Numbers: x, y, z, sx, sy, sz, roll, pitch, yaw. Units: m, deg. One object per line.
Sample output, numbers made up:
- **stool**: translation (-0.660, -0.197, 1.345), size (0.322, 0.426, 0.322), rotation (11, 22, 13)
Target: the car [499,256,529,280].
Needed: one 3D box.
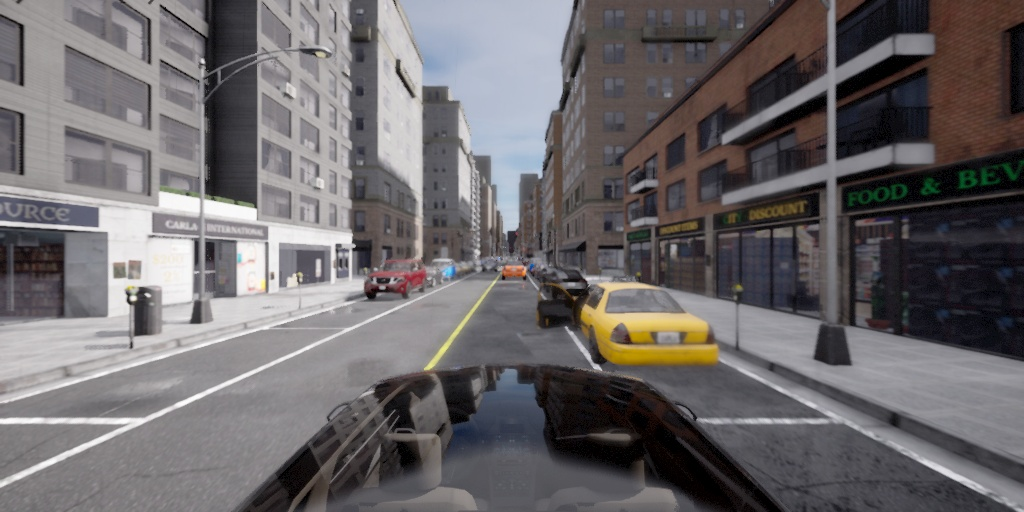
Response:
- **car**: translation (0.190, 1.154, 32.230), size (2.097, 1.767, 4.553), rotation (0, 0, 1)

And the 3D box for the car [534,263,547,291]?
- **car**: translation (2.770, 1.352, 24.168), size (1.948, 1.339, 4.313), rotation (0, 0, 0)

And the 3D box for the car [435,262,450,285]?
- **car**: translation (-5.756, 1.346, 24.192), size (2.007, 1.370, 4.403), rotation (0, 0, 0)

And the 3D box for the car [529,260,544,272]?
- **car**: translation (2.820, 1.386, 35.507), size (1.802, 1.307, 4.207), rotation (0, 0, 0)

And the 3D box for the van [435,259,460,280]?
- **van**: translation (-5.731, 1.146, 29.860), size (1.690, 1.789, 3.998), rotation (0, 0, 0)

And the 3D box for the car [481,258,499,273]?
- **car**: translation (-2.816, 1.311, 46.164), size (2.128, 1.511, 4.902), rotation (0, 0, 1)

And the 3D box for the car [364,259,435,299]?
- **car**: translation (-5.780, 1.101, 18.525), size (2.192, 1.841, 5.009), rotation (0, 0, 0)

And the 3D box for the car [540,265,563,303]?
- **car**: translation (2.745, 1.342, 18.499), size (1.948, 1.339, 4.313), rotation (0, 0, 0)

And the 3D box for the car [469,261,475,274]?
- **car**: translation (-5.682, 1.344, 41.029), size (1.751, 1.417, 4.829), rotation (0, 0, 0)

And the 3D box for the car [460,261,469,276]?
- **car**: translation (-5.706, 1.338, 35.360), size (1.751, 1.417, 4.829), rotation (0, 0, 0)

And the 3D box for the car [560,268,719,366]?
- **car**: translation (2.380, 1.215, 7.994), size (1.801, 1.575, 5.366), rotation (0, 0, 0)

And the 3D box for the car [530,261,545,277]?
- **car**: translation (2.795, 1.347, 29.837), size (2.007, 1.370, 4.403), rotation (0, 0, 0)

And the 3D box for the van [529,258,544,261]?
- **van**: translation (2.844, 1.150, 41.178), size (1.690, 1.789, 3.998), rotation (0, 0, 0)
